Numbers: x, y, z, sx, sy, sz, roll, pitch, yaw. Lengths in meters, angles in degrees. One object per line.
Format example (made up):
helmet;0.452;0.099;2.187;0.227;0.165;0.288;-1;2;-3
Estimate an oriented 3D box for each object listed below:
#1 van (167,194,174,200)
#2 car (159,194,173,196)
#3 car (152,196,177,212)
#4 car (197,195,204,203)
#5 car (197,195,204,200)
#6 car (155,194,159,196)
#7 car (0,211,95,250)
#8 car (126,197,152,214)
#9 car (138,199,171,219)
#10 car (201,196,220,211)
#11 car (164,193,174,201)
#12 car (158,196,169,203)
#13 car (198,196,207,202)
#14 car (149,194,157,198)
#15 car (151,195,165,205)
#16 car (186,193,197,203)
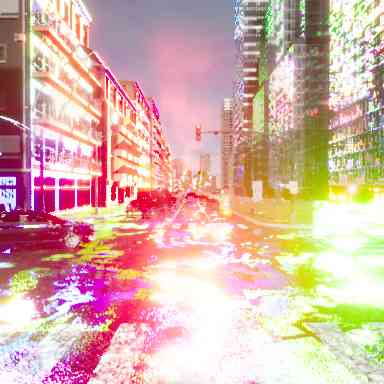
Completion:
van;-5.983;1.347;91.843;1.690;1.788;3.998;-1;0;0
car;-3.237;1.486;49.189;2.128;1.511;4.902;0;0;0
car;-3.207;1.558;39.067;1.994;1.385;4.181;0;0;0
car;2.453;1.549;63.682;2.008;1.369;4.403;-1;0;0
car;2.366;1.531;92.098;1.752;1.417;4.829;-1;0;0
car;-5.863;1.310;52.302;2.192;1.841;5.009;-1;0;0
car;-6.403;1.513;13.197;4.892;1.490;1.837;-1;3;-23
car;-5.808;1.539;35.355;1.887;1.381;4.507;-1;0;0
car;-3.187;1.559;29.141;1.994;1.385;4.181;0;0;0
car;2.522;1.539;41.086;1.887;1.381;4.507;-1;0;0
car;-5.966;1.318;86.195;2.192;1.841;5.009;-1;0;0
car;-5.911;1.581;69.249;1.802;1.307;4.206;-1;0;0
car;2.419;1.545;74.980;1.887;1.381;4.507;-1;0;0
car;-5.827;1.434;41.004;1.967;1.590;4.097;-1;0;0
car;-5.878;1.436;57.950;1.967;1.590;4.097;-1;0;0
car;-0.112;1.220;69.850;2.150;2.045;5.566;0;0;0
